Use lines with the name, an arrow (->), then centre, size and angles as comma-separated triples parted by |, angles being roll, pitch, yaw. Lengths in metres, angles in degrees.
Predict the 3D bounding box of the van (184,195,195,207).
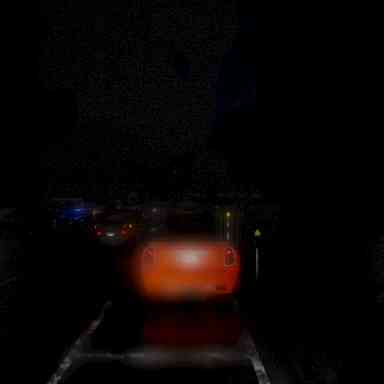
van -> -0.384, 1.355, 50.761 | 1.690, 1.788, 3.998 | 0, 0, 0

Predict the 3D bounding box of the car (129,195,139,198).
car -> -8.910, 1.452, 45.324 | 1.967, 1.590, 4.097 | 0, 0, 0

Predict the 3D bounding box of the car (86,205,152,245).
car -> -3.146, 1.527, 15.325 | 1.812, 1.442, 4.674 | 0, 0, 0

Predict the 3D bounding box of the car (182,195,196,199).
car -> -0.384, 1.446, 34.448 | 1.967, 1.590, 4.097 | 0, 0, 0

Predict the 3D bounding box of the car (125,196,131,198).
car -> -8.909, 1.534, 39.716 | 1.752, 1.417, 4.829 | 0, 0, 0

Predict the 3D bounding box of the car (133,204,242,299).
car -> -0.032, 1.353, 8.620 | 2.097, 1.767, 4.553 | 0, 0, 0

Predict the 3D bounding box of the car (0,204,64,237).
car -> -8.909, 1.567, 18.136 | 1.947, 1.339, 4.313 | 0, 0, 0

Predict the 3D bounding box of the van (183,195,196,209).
van -> -0.384, 1.353, 45.324 | 1.690, 1.788, 3.998 | 0, 0, 0

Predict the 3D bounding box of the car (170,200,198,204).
car -> -0.384, 1.528, 23.743 | 1.752, 1.417, 4.829 | 0, 0, 0

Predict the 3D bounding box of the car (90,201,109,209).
car -> -8.909, 1.530, 28.841 | 1.752, 1.417, 4.829 | 0, 0, 0

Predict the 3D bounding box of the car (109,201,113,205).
car -> -8.909, 1.572, 34.448 | 1.947, 1.339, 4.313 | 0, 0, 0

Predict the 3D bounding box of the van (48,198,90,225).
van -> -8.909, 1.344, 23.573 | 1.690, 1.788, 3.998 | 0, 0, 0

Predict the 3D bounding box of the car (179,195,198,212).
car -> -0.384, 1.324, 39.886 | 2.192, 1.841, 5.009 | 0, 0, 0

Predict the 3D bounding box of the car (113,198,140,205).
car -> -6.238, 1.607, 33.421 | 1.895, 1.301, 4.718 | 0, 0, 0

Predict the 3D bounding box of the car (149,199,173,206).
car -> -3.056, 1.569, 29.937 | 1.994, 1.385, 4.181 | 0, 0, 0
